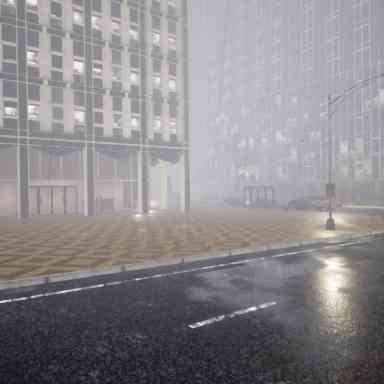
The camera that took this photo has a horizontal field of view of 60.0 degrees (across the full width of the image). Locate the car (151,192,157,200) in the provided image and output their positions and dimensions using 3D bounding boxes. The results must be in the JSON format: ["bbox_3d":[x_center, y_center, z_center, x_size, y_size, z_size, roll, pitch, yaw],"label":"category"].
[{"bbox_3d":[-9.797,1.037,69.290,2.008,1.369,4.403,0,1,-34],"label":"car"}]

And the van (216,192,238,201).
[{"bbox_3d":[6.726,0.852,59.908,1.690,1.788,3.998,-1,1,-34],"label":"van"}]

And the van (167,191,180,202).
[{"bbox_3d":[-3.399,0.935,59.892,1.690,1.788,3.998,0,1,-34],"label":"van"}]

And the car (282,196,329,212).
[{"bbox_3d":[12.486,1.421,36.331,1.947,1.339,4.313,-1,1,-34],"label":"car"}]

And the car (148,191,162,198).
[{"bbox_3d":[-9.267,0.683,83.399,1.967,1.590,4.097,0,1,-34],"label":"car"}]

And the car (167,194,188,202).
[{"bbox_3d":[-2.857,1.075,63.864,1.812,1.442,4.674,-1,1,-34],"label":"car"}]

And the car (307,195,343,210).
[{"bbox_3d":[14.746,1.163,37.826,2.097,1.767,4.553,-1,1,-34],"label":"car"}]

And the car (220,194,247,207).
[{"bbox_3d":[6.151,1.317,45.771,1.947,1.339,4.313,-1,1,-34],"label":"car"}]

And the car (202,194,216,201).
[{"bbox_3d":[3.528,1.040,64.609,1.802,1.307,4.206,-1,1,-34],"label":"car"}]

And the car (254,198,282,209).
[{"bbox_3d":[9.302,1.385,41.041,1.802,1.307,4.206,-1,1,-34],"label":"car"}]

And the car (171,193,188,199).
[{"bbox_3d":[-2.869,0.933,74.006,1.802,1.307,4.206,0,1,-34],"label":"car"}]
